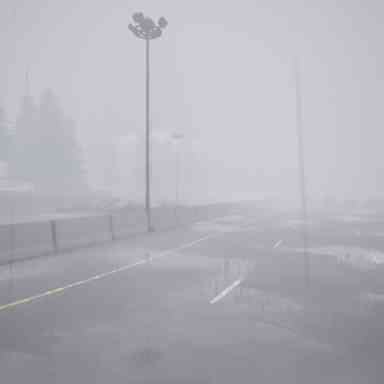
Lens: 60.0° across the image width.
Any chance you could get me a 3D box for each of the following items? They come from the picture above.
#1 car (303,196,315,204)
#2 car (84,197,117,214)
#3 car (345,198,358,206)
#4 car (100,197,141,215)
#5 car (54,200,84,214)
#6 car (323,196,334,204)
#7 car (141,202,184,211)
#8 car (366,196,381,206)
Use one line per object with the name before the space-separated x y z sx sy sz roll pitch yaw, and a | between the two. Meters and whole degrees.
car | 22.665 1.505 64.501 1.837 1.490 4.892 0 0 23
car | -8.720 1.351 34.888 2.097 1.767 4.553 0 0 23
car | 26.136 1.601 54.626 1.895 1.301 4.718 0 0 22
car | -6.295 1.525 31.618 1.812 1.442 4.674 0 0 23
car | -12.155 1.548 35.750 2.033 1.411 5.357 0 0 23
car | 26.631 1.478 64.931 1.882 1.535 5.008 0 0 23
car | -2.520 1.601 31.574 1.895 1.301 4.718 0 0 23
car | 30.400 1.501 55.752 1.837 1.490 4.892 0 -1 22
